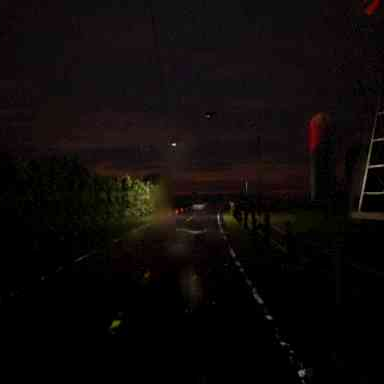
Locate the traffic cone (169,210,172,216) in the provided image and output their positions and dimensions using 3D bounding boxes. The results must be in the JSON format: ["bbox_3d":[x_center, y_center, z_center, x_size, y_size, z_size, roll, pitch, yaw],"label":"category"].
[{"bbox_3d":[-2.362,2.327,36.687,0.340,0.580,0.340,0,-1,5],"label":"traffic cone"}]

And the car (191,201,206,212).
[{"bbox_3d":[1.063,2.013,47.787,1.812,1.442,4.674,0,-1,6],"label":"car"}]

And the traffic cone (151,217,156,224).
[{"bbox_3d":[-3.053,2.224,26.658,0.340,0.580,0.340,0,-1,3],"label":"traffic cone"}]
